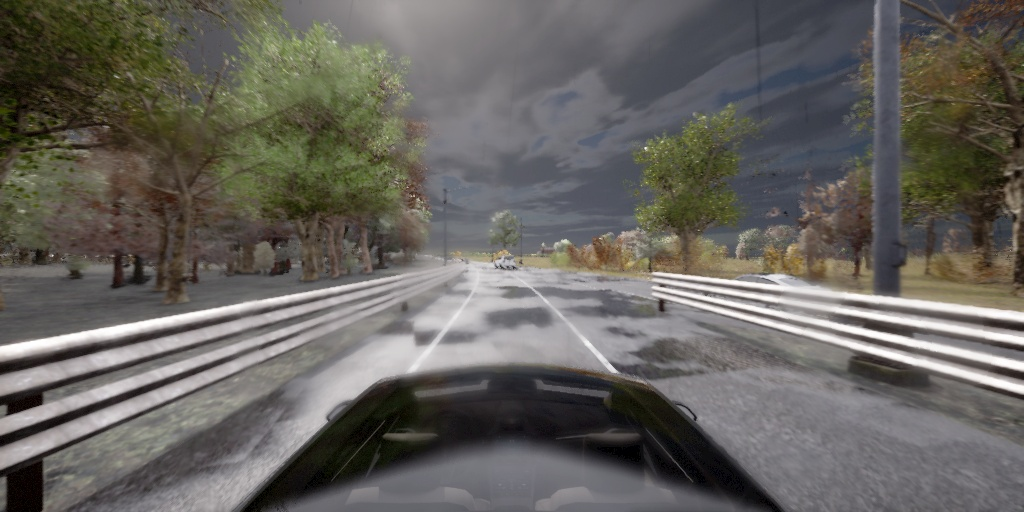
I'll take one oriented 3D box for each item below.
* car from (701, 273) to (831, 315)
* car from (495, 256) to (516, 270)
[{"bbox_3d":[9.562,1.374,13.808,1.812,1.442,4.674,0,0,-15],"label":"car"},{"bbox_3d":[-1.070,0.951,53.795,2.150,2.045,5.566,0,0,-15],"label":"car"}]
